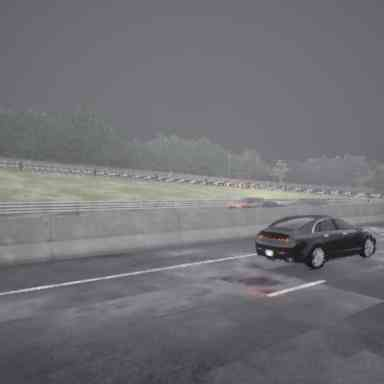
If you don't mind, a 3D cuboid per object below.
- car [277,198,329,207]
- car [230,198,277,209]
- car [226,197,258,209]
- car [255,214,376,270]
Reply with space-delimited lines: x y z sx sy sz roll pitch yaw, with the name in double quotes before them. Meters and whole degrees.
"car" 9.705 1.327 28.042 4.553 1.767 2.097 0 0 -35
"car" 6.326 1.525 29.940 5.357 1.411 2.033 0 0 -35
"car" 5.632 1.328 33.735 4.553 1.767 2.097 0 0 -35
"car" 4.221 1.496 11.048 4.892 1.490 1.837 -1 0 -35
